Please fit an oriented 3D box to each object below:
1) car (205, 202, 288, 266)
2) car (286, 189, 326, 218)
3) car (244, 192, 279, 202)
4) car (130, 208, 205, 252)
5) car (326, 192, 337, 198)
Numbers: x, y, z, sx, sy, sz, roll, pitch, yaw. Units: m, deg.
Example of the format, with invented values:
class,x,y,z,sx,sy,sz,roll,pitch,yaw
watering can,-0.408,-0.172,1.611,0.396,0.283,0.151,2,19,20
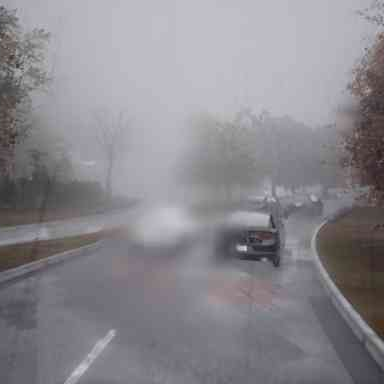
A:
class,x,y,z,sx,sy,sz,roll,pitch,yaw
car,2.082,1.319,11.219,1.882,1.535,5.008,0,1,18
car,8.417,0.897,24.885,2.097,1.767,4.553,1,1,30
car,5.720,1.023,26.720,1.837,1.490,4.892,1,2,30
car,-0.748,1.331,12.959,1.812,1.442,4.674,0,1,18
car,29.587,0.764,72.860,1.994,1.385,4.181,0,1,-36
